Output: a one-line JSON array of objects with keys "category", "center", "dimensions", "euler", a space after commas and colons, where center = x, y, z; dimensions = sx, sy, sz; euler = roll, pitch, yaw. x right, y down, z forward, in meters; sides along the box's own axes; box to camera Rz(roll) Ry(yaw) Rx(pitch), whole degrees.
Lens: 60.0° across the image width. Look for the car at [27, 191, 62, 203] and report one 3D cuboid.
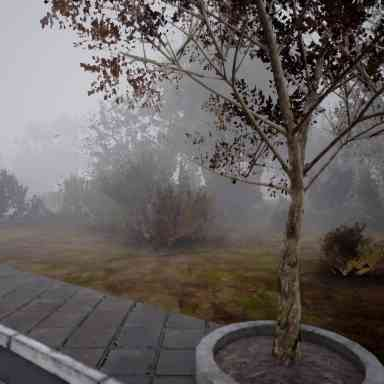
[{"category": "car", "center": [-18.335, 0.941, 41.832], "dimensions": [2.150, 2.045, 5.566], "euler": [1, 0, 32]}]
